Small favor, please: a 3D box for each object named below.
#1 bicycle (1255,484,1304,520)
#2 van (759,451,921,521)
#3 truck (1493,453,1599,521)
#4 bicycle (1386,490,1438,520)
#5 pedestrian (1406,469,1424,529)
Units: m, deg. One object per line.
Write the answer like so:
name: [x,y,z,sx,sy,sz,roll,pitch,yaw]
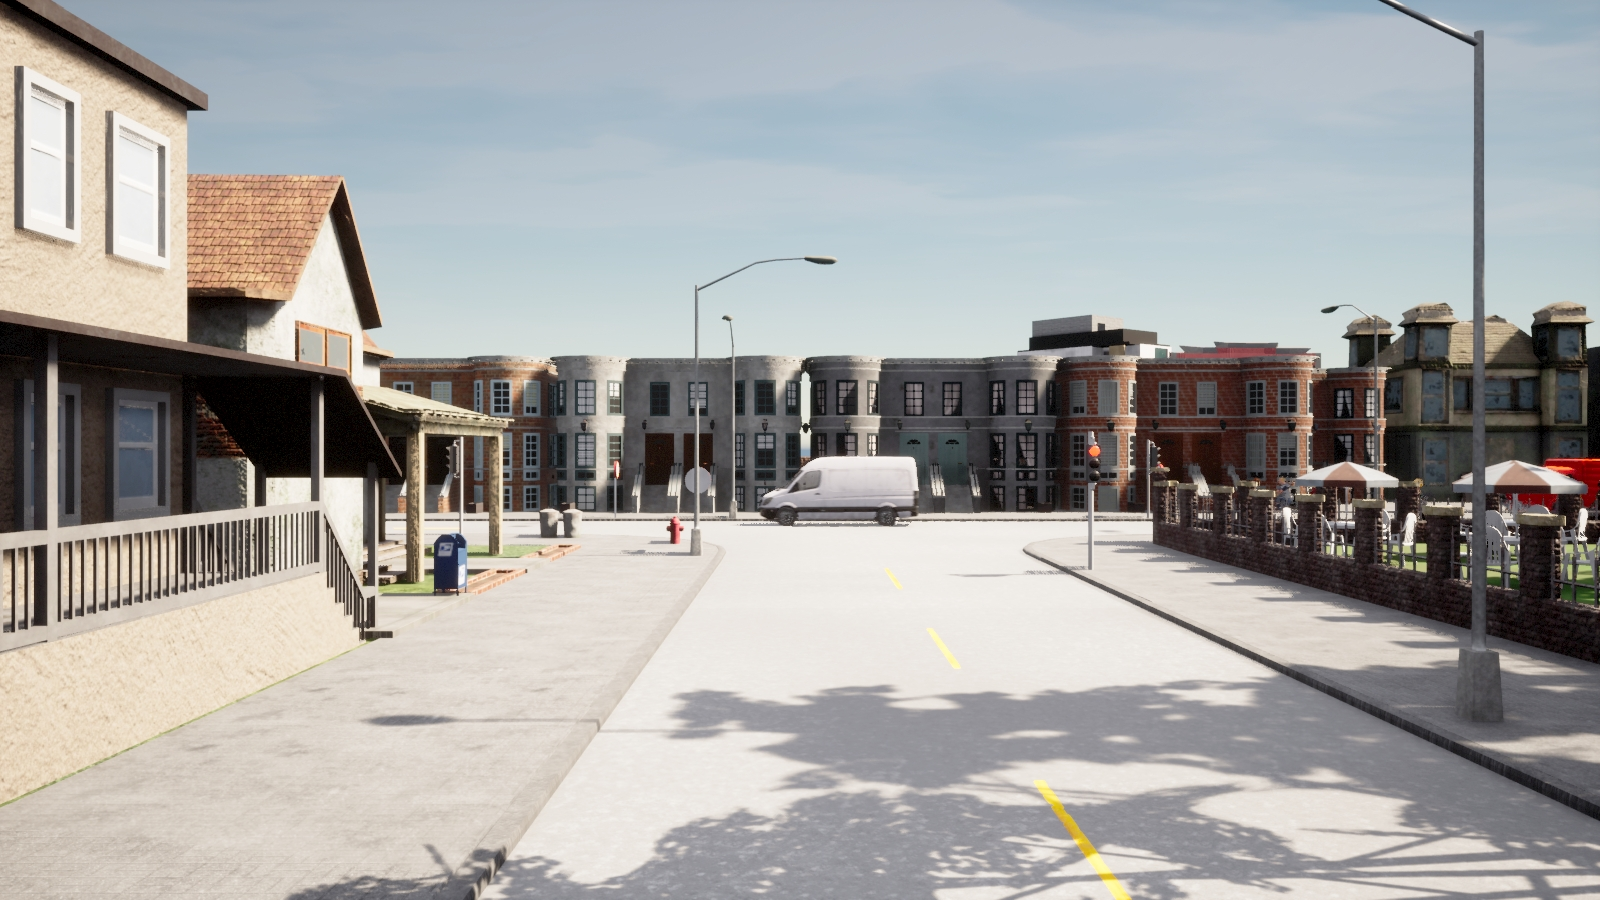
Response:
bicycle: [17.933,1.936,42.735,1.643,1.296,0.373,0,0,0]
van: [1.459,1.314,42.749,5.915,2.561,1.988,0,0,0]
truck: [29.326,1.348,42.738,5.204,2.467,2.627,0,0,0]
bicycle: [22.872,2.036,42.722,1.487,1.080,0.859,0,0,0]
pedestrian: [19.072,1.517,35.439,0.375,1.860,0.375,0,0,0]
